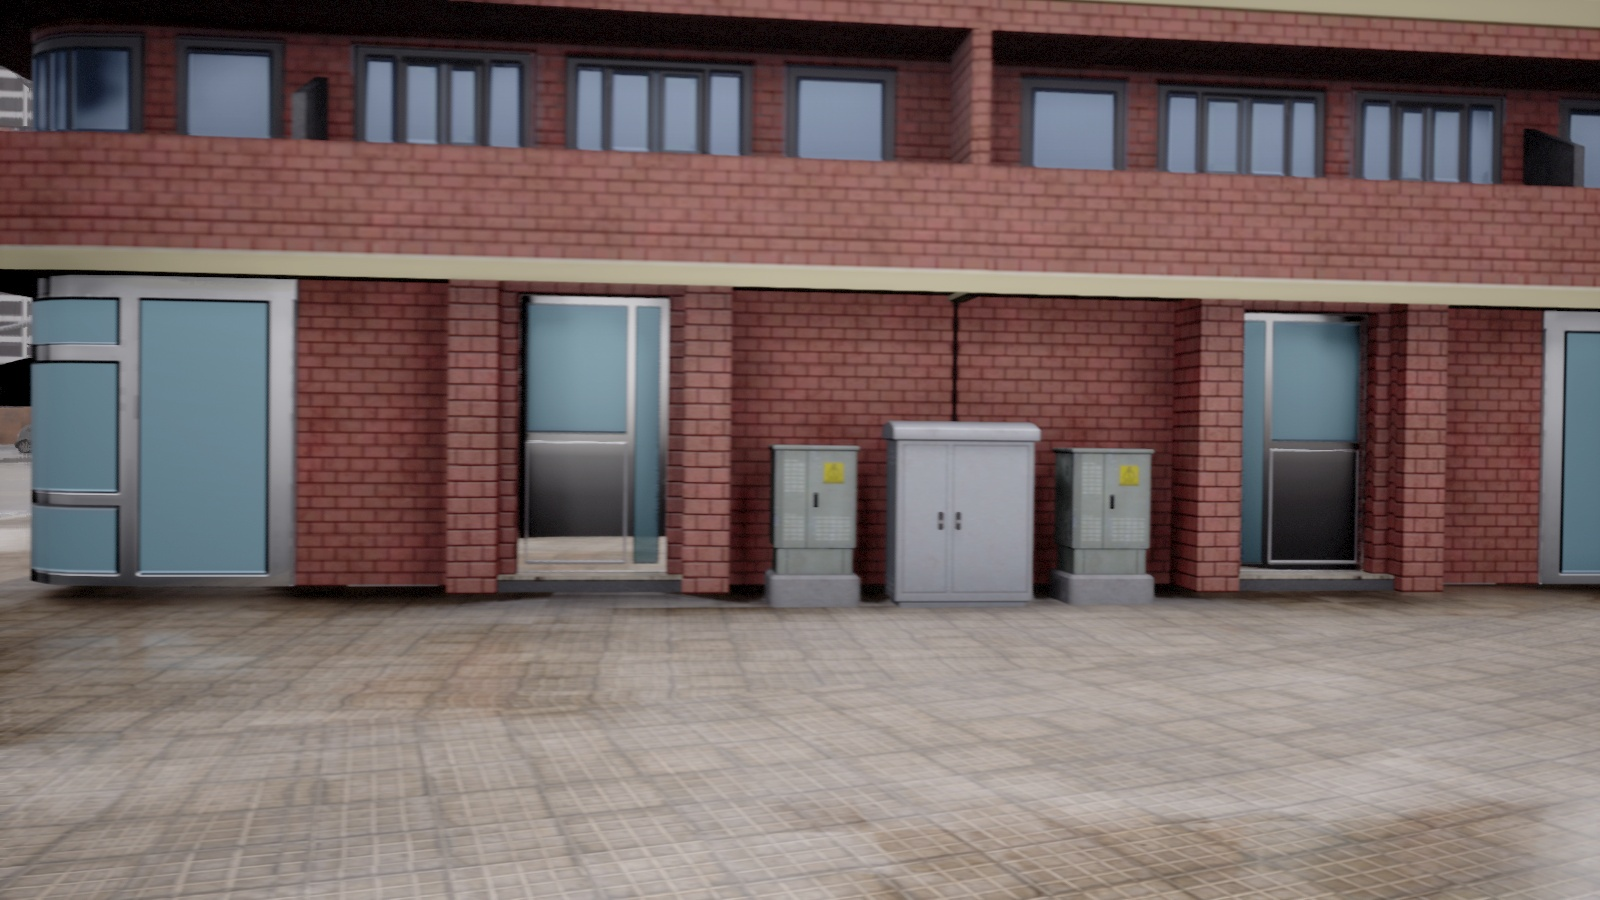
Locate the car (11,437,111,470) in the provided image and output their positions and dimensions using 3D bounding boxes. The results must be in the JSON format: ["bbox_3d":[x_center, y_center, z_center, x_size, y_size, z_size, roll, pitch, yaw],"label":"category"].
[{"bbox_3d":[-37.813,0.162,64.320,3.988,1.617,1.851,-1,1,-6],"label":"car"}]

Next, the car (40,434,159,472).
[{"bbox_3d":[-34.069,0.133,61.196,4.553,1.767,2.097,-1,1,-6],"label":"car"}]
